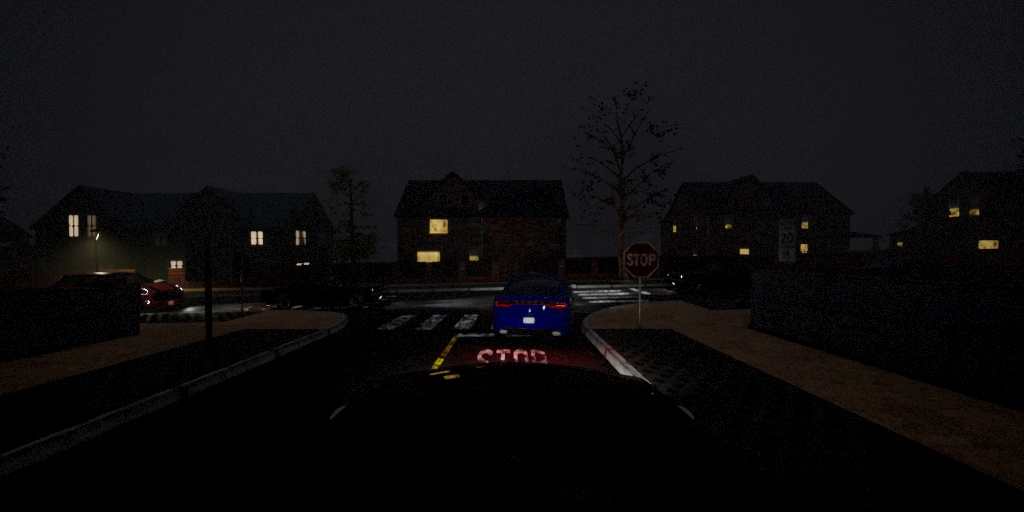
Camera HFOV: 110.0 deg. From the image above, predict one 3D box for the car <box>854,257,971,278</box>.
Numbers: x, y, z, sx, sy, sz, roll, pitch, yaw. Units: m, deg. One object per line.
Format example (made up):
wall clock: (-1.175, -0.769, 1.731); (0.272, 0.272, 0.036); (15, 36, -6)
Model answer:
car: (20.042, 0.753, 18.300); (5.357, 1.411, 2.033); (-1, 1, 0)

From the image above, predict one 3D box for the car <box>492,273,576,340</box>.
car: (0.779, 1.226, 10.113); (1.882, 1.535, 5.008); (0, 0, 10)

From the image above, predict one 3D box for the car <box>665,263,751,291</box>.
car: (10.396, 1.034, 18.256); (4.718, 1.301, 1.895); (-1, 1, -1)

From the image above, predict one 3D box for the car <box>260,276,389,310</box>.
car: (-7.823, 1.505, 15.314); (4.718, 1.301, 1.895); (-1, 1, 0)

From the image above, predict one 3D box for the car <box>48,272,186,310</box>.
car: (-16.811, 1.471, 15.298); (4.553, 1.767, 2.097); (-1, 1, 0)
